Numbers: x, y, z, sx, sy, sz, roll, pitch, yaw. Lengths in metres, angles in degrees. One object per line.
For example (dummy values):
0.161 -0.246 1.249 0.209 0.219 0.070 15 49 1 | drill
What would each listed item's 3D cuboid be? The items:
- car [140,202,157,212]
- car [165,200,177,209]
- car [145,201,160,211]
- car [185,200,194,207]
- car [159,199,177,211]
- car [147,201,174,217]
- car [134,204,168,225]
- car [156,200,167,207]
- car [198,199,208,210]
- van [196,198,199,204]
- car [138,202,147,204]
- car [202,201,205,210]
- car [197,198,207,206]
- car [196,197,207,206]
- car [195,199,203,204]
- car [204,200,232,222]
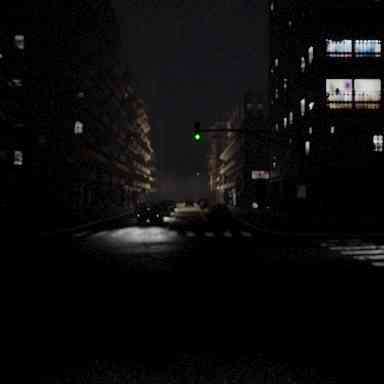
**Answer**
-6.077 2.084 46.519 1.802 1.307 4.206 0 -1 0 | car
-3.519 2.127 56.644 1.837 1.490 4.892 0 -1 0 | car
-6.122 2.130 52.054 1.947 1.339 4.313 0 -1 0 | car
-0.474 2.322 69.384 2.033 1.411 5.357 0 -1 0 | car
-3.479 1.859 46.427 2.097 1.767 4.553 0 -1 0 | car
-3.400 1.960 36.427 1.994 1.385 4.181 0 -1 0 | car
-3.332 1.896 27.308 1.895 1.301 4.718 0 -1 0 | car
-6.256 2.298 68.654 1.887 1.381 4.507 0 -1 0 | car
2.258 2.166 52.120 1.802 1.307 4.206 0 -1 0 | car
2.170 2.051 63.190 1.690 1.788 3.998 0 -1 0 | van
-6.033 1.991 40.985 2.008 1.369 4.403 0 -1 0 | car
2.392 1.950 35.518 2.008 1.369 4.403 0 -1 0 | car
2.214 2.229 57.653 1.802 1.307 4.206 0 -1 0 | car
2.081 2.152 74.257 2.192 1.841 5.009 0 -1 0 | car
1.945 2.574 90.855 1.887 1.381 4.507 0 -1 0 | car
2.438 1.778 29.986 1.967 1.590 4.097 0 -1 0 | car
